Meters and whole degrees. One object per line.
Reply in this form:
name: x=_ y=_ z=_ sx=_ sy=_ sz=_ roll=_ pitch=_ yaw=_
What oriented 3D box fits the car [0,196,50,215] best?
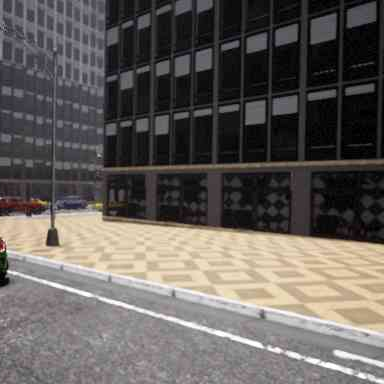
car: x=-16.587 y=1.338 z=31.351 sx=2.192 sy=1.841 sz=5.009 roll=1 pitch=0 yaw=37

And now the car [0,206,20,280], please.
car: x=-6.667 y=1.290 z=8.455 sx=4.553 sy=1.767 sz=2.097 roll=1 pitch=0 yaw=36

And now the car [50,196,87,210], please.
car: x=-15.744 y=1.331 z=42.188 sx=2.097 sy=1.767 sz=4.553 roll=2 pitch=0 yaw=37

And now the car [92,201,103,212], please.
car: x=-9.771 y=1.650 z=40.548 sx=1.752 sy=1.417 sz=4.829 roll=1 pitch=0 yaw=37

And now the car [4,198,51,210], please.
car: x=-20.065 y=1.415 z=40.733 sx=1.752 sy=1.417 sz=4.829 roll=1 pitch=0 yaw=37
